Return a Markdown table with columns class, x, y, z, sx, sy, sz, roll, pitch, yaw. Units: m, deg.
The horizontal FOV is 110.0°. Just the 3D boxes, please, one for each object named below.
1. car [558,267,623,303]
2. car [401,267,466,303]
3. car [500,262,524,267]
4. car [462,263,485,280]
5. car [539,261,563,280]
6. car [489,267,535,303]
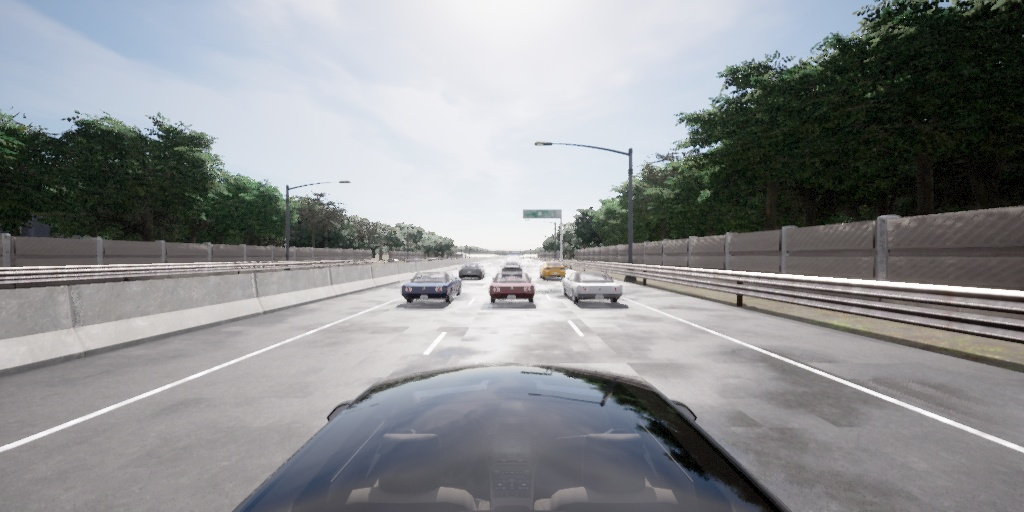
| class | x | y | z | sx | sy | sz | roll | pitch | yaw |
| --- | --- | --- | --- | --- | --- | --- | --- | --- | --- |
| car | 3.500 | 1.358 | 16.531 | 1.895 | 1.301 | 4.718 | 0 | 0 | 0 |
| car | -3.500 | 1.358 | 16.531 | 1.895 | 1.301 | 4.718 | 0 | 0 | 0 |
| car | 0.000 | 1.246 | 31.501 | 1.837 | 1.490 | 4.892 | 0 | 0 | 0 |
| car | -3.499 | 1.302 | 31.502 | 1.994 | 1.385 | 4.181 | 0 | 0 | 0 |
| car | 3.500 | 1.214 | 31.502 | 1.882 | 1.535 | 5.008 | 0 | 0 | 0 |
| car | 0.000 | 1.358 | 16.531 | 1.895 | 1.301 | 4.718 | 0 | 0 | 0 |
